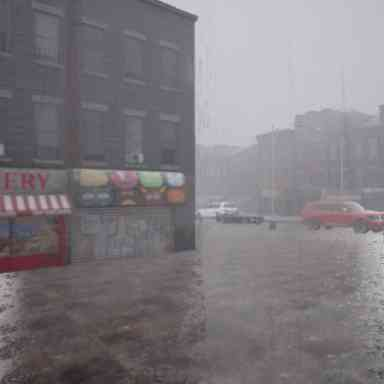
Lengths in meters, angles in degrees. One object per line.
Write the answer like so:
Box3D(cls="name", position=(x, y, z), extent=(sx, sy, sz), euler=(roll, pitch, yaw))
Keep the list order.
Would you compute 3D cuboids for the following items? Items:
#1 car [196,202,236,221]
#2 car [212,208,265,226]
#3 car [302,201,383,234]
Box3D(cls="car", position=(2.690, 2.221, 37.538), extent=(2.150, 2.045, 5.566), euler=(0, -2, -36))
Box3D(cls="car", position=(4.318, 2.346, 30.193), extent=(1.895, 1.301, 4.718), euler=(0, -2, -36))
Box3D(cls="car", position=(10.051, 1.621, 22.201), extent=(2.150, 2.045, 5.566), euler=(0, -2, -35))
